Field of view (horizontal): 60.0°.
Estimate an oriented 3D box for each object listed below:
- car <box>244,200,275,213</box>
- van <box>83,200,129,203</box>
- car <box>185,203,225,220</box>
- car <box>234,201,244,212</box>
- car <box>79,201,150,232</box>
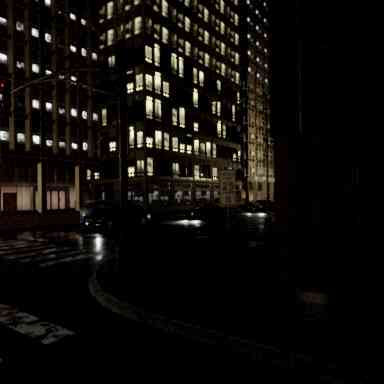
[{"bbox_3d":[8.213,1.632,38.845,1.812,1.442,4.674,-1,-1,36],"label":"car"},{"bbox_3d":[-6.017,1.456,23.528,1.690,1.788,3.998,-2,-1,36],"label":"van"},{"bbox_3d":[1.188,1.646,29.095,1.994,1.385,4.181,-1,-1,36],"label":"car"},{"bbox_3d":[6.849,1.685,41.415,1.752,1.417,4.829,-2,-1,36],"label":"car"},{"bbox_3d":[-4.675,1.568,20.993,1.837,1.490,4.892,-1,-1,33],"label":"car"}]
